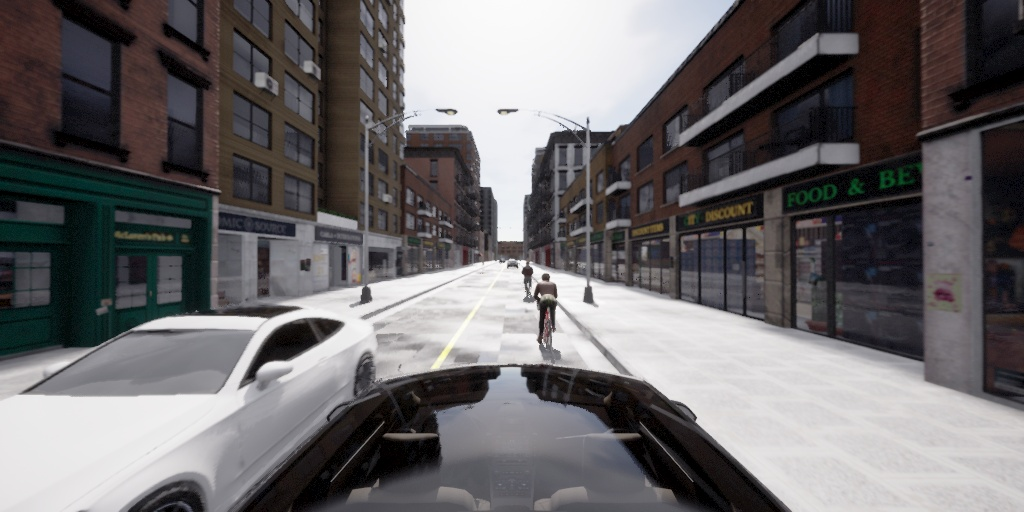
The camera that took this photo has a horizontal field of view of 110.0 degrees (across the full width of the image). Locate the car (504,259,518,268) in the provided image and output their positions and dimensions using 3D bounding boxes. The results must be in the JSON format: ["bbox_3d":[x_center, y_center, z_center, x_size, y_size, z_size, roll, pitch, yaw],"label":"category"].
[{"bbox_3d":[0.107,1.350,60.306,1.895,1.301,4.718,0,0,0],"label":"car"}]

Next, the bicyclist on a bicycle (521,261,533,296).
[{"bbox_3d":[0.759,1.122,17.500,0.659,1.776,1.843,0,0,0],"label":"bicyclist on a bicycle"}]

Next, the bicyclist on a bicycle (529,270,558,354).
[{"bbox_3d":[0.757,1.204,7.875,0.582,1.620,1.656,0,0,0],"label":"bicyclist on a bicycle"}]

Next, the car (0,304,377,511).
[{"bbox_3d":[-2.850,1.276,3.503,1.812,1.442,4.674,0,0,0],"label":"car"}]
